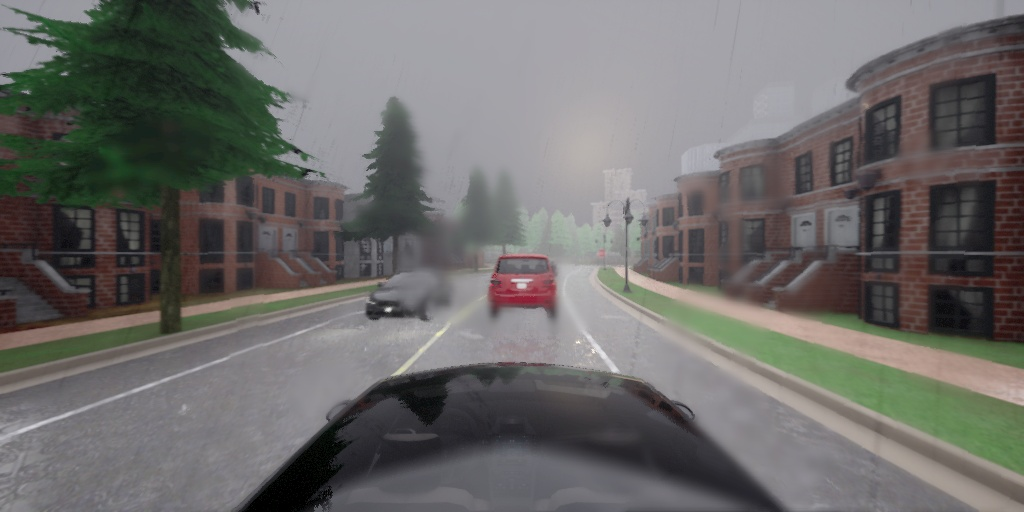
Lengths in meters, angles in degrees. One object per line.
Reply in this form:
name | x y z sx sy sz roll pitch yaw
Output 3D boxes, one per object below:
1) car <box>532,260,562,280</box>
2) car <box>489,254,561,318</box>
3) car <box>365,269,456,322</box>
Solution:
car | 3.138 1.173 31.277 2.128 1.511 4.902 0 0 11
car | 0.486 0.945 12.972 2.150 2.045 5.566 0 0 4
car | -3.236 1.224 12.327 1.837 1.490 4.892 0 0 4
